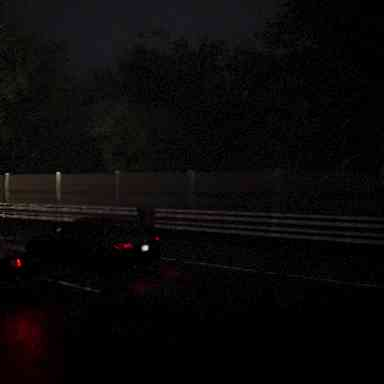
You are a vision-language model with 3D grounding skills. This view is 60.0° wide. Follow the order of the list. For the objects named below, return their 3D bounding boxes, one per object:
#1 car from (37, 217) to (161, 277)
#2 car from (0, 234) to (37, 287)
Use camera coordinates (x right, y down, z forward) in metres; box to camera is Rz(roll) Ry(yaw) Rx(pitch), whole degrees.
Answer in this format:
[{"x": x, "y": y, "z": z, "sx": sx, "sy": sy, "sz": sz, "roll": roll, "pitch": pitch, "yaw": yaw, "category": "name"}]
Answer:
[{"x": -2.991, "y": 1.459, "z": 9.906, "sx": 4.181, "sy": 1.385, "sz": 1.994, "roll": 1, "pitch": 1, "yaw": 29, "category": "car"}, {"x": -5.916, "y": 1.501, "z": 7.558, "sx": 4.718, "sy": 1.301, "sz": 1.895, "roll": 1, "pitch": 1, "yaw": 31, "category": "car"}]
